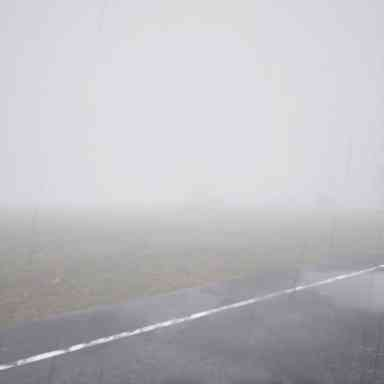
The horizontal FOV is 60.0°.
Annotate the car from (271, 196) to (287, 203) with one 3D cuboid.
[{"bbox_3d":[17.819,1.531,68.897,1.837,1.490,4.892,0,0,-34],"label":"car"}]

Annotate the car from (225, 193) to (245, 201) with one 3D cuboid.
[{"bbox_3d":[10.377,1.145,80.002,2.150,2.045,5.566,0,0,-34],"label":"car"}]
